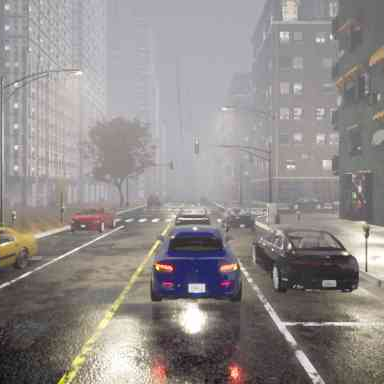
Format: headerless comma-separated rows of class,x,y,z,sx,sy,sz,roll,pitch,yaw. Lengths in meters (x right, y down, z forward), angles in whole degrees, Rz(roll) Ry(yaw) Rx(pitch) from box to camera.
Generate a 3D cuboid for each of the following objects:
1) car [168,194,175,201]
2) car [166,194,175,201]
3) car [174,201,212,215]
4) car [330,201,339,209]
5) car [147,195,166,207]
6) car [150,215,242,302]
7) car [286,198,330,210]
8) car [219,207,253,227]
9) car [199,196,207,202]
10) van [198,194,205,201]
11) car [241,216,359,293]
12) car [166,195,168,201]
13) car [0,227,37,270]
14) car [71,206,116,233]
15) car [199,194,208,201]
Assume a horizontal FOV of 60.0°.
car,-5.857,1.649,85.246,1.947,1.339,4.313,0,0,0
car,-5.868,1.409,90.768,2.192,1.841,5.009,0,0,0
car,0.045,1.495,18.252,2.128,1.511,4.902,0,0,0
car,18.749,1.259,39.229,4.829,1.417,1.752,-1,1,-1
car,-5.791,1.349,52.108,2.192,1.841,5.009,0,0,0
car,0.078,1.526,8.149,1.812,1.442,4.674,0,0,0
car,13.352,1.359,39.164,4.403,1.369,2.008,-1,1,-1
car,2.654,1.555,19.736,2.008,1.369,4.403,0,0,0
car,2.535,1.599,79.908,1.752,1.417,4.829,0,0,0
van,2.524,1.424,85.262,1.690,1.788,3.998,0,0,0
car,2.676,1.552,8.670,2.008,1.369,4.403,0,0,0
car,-5.802,1.607,57.631,1.947,1.339,4.313,0,0,0
car,-5.704,1.526,8.484,1.752,1.417,4.829,0,0,0
car,-5.726,1.549,19.720,1.887,1.381,4.507,0,0,0
car,2.546,1.630,74.216,1.947,1.339,4.313,0,0,0
